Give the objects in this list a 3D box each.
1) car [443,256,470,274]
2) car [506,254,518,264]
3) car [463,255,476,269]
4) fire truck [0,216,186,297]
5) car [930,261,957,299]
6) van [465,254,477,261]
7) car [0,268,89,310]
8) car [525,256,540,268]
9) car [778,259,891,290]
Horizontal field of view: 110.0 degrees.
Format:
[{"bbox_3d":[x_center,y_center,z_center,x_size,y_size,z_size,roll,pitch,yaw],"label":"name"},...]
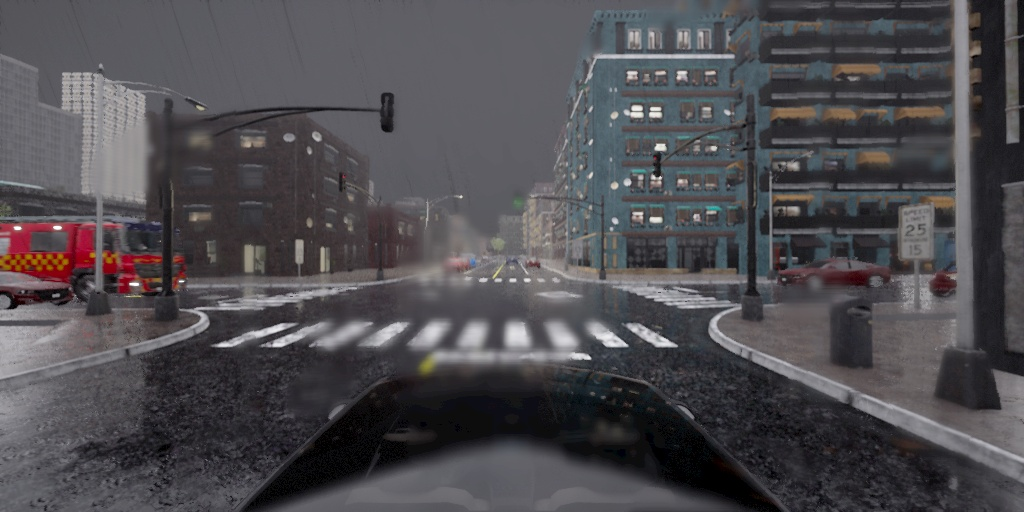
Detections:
[{"bbox_3d":[-5.759,0.980,36.136,1.888,1.381,4.507,0,0,0],"label":"car"},{"bbox_3d":[0.014,0.535,63.766,2.097,1.767,4.553,0,1,0],"label":"car"},{"bbox_3d":[-5.681,0.928,41.818,1.888,1.381,4.507,0,0,0],"label":"car"},{"bbox_3d":[-20.129,0.089,16.270,8.468,3.827,2.891,0,-1,1],"label":"fire truck"},{"bbox_3d":[18.176,0.845,13.092,4.097,1.591,1.967,0,0,1],"label":"car"},{"bbox_3d":[-5.679,0.672,47.505,1.690,1.789,3.998,0,0,0],"label":"van"},{"bbox_3d":[-19.291,1.256,13.432,4.507,1.381,1.888,0,0,1],"label":"car"},{"bbox_3d":[2.701,0.771,47.564,1.967,1.591,4.097,0,0,0],"label":"car"},{"bbox_3d":[16.946,0.949,19.014,5.008,1.535,1.882,0,-1,1],"label":"car"}]
